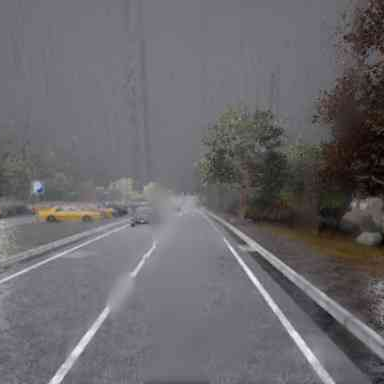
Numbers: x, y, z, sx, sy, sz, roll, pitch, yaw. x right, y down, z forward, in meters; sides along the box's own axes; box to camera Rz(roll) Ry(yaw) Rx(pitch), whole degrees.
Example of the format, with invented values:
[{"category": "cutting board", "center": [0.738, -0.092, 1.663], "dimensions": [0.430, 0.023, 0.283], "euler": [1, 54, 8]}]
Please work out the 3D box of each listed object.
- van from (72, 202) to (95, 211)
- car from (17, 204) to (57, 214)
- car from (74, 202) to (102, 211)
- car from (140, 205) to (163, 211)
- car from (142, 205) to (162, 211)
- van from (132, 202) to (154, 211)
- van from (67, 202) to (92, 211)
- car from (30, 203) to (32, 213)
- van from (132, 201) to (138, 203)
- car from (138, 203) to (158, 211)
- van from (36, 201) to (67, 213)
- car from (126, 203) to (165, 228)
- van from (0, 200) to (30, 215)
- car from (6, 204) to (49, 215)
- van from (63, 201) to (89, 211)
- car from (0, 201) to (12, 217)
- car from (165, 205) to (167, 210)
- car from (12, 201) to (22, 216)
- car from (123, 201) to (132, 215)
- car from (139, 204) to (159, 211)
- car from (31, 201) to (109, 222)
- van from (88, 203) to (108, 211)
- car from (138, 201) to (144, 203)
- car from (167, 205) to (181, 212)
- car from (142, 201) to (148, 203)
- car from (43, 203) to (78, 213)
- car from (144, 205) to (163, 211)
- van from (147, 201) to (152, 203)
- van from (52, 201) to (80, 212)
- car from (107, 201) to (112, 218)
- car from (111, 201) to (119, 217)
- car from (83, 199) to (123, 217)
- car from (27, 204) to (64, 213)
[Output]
[{"category": "van", "center": [-23.515, 3.173, 72.378], "dimensions": [4.442, 1.987, 1.878], "euler": [0, -3, 0]}, {"category": "car", "center": [-23.403, 2.531, 50.368], "dimensions": [5.008, 1.535, 2.097], "euler": [0, -2, 0]}, {"category": "car", "center": [-23.369, 3.288, 75.146], "dimensions": [5.566, 2.045, 2.435], "euler": [0, -3, 0]}, {"category": "car", "center": [-10.129, 3.960, 83.438], "dimensions": [5.366, 1.575, 1.946], "euler": [0, -3, 0]}, {"category": "car", "center": [-10.307, 4.104, 86.211], "dimensions": [4.892, 1.521, 2.231], "euler": [0, -3, 0]}, {"category": "van", "center": [-10.203, 3.033, 69.586], "dimensions": [4.442, 1.987, 1.878], "euler": [0, -3, 0]}, {"category": "van", "center": [-23.516, 3.039, 69.736], "dimensions": [4.442, 1.987, 1.878], "euler": [0, -3, 0]}, {"category": "car", "center": [-23.379, 2.214, 44.834], "dimensions": [4.553, 1.767, 2.185], "euler": [0, -2, 0]}, {"category": "van", "center": [-10.446, 2.204, 47.409], "dimensions": [4.442, 1.987, 1.878], "euler": [0, -2, 0]}, {"category": "car", "center": [-10.285, 3.555, 77.899], "dimensions": [4.553, 1.767, 2.185], "euler": [0, -3, 0]}, {"category": "van", "center": [-23.523, 2.498, 55.913], "dimensions": [4.442, 1.987, 1.878], "euler": [0, -2, 0]}, {"category": "car", "center": [-3.350, 1.782, 24.802], "dimensions": [1.837, 1.490, 4.892], "euler": [0, -1, 0]}, {"category": "van", "center": [-23.529, 2.018, 42.070], "dimensions": [4.442, 1.987, 1.878], "euler": [0, -2, 0]}, {"category": "car", "center": [-23.404, 2.431, 47.474], "dimensions": [5.008, 1.535, 2.097], "euler": [0, -2, 0]}, {"category": "van", "center": [-23.285, 2.892, 66.837], "dimensions": [4.442, 1.987, 1.878], "euler": [0, -2, 0]}, {"category": "car", "center": [-23.229, 2.051, 36.527], "dimensions": [5.366, 1.575, 1.946], "euler": [0, -2, 0]}, {"category": "car", "center": [-10.125, 4.382, 91.756], "dimensions": [5.366, 1.575, 1.946], "euler": [0, -3, 0]}, {"category": "car", "center": [-23.407, 2.149, 39.293], "dimensions": [4.892, 1.521, 2.231], "euler": [0, -2, 0]}, {"category": "car", "center": [-10.305, 1.890, 39.086], "dimensions": [5.566, 2.045, 2.435], "euler": [0, -2, 0]}, {"category": "car", "center": [-10.284, 3.696, 80.672], "dimensions": [4.553, 1.767, 2.185], "euler": [0, -3, 0]}, {"category": "car", "center": [-10.153, 1.803, 27.993], "dimensions": [5.366, 1.575, 1.946], "euler": [0, -2, 0]}, {"category": "van", "center": [-23.511, 3.735, 83.444], "dimensions": [4.442, 1.987, 1.878], "euler": [0, -3, 0]}, {"category": "car", "center": [-10.334, 2.526, 50.176], "dimensions": [5.008, 1.535, 2.097], "euler": [0, -2, 0]}, {"category": "car", "center": [-3.268, 3.254, 65.949], "dimensions": [1.895, 1.301, 4.718], "euler": [0, -2, 0]}, {"category": "car", "center": [-10.296, 2.748, 55.722], "dimensions": [4.792, 1.488, 2.163], "euler": [0, -2, 0]}, {"category": "car", "center": [-23.220, 2.817, 58.675], "dimensions": [5.366, 1.575, 1.946], "euler": [0, -2, 0]}, {"category": "car", "center": [-10.318, 4.245, 88.983], "dimensions": [4.892, 1.521, 2.231], "euler": [0, -3, 0]}, {"category": "van", "center": [-10.207, 2.685, 61.281], "dimensions": [4.442, 1.987, 1.878], "euler": [0, -2, 0]}, {"category": "van", "center": [-23.287, 2.690, 61.449], "dimensions": [4.442, 1.987, 1.878], "euler": [0, -2, 0]}, {"category": "car", "center": [-10.342, 1.880, 30.761], "dimensions": [4.892, 1.521, 2.231], "euler": [0, -2, 0]}, {"category": "car", "center": [-10.342, 1.959, 33.532], "dimensions": [5.008, 1.535, 2.097], "euler": [0, -2, 0]}, {"category": "car", "center": [-10.366, 1.923, 36.312], "dimensions": [4.553, 1.767, 2.185], "euler": [0, -2, 0]}, {"category": "car", "center": [-23.401, 2.629, 53.136], "dimensions": [4.892, 1.521, 2.231], "euler": [0, -2, 0]}]
